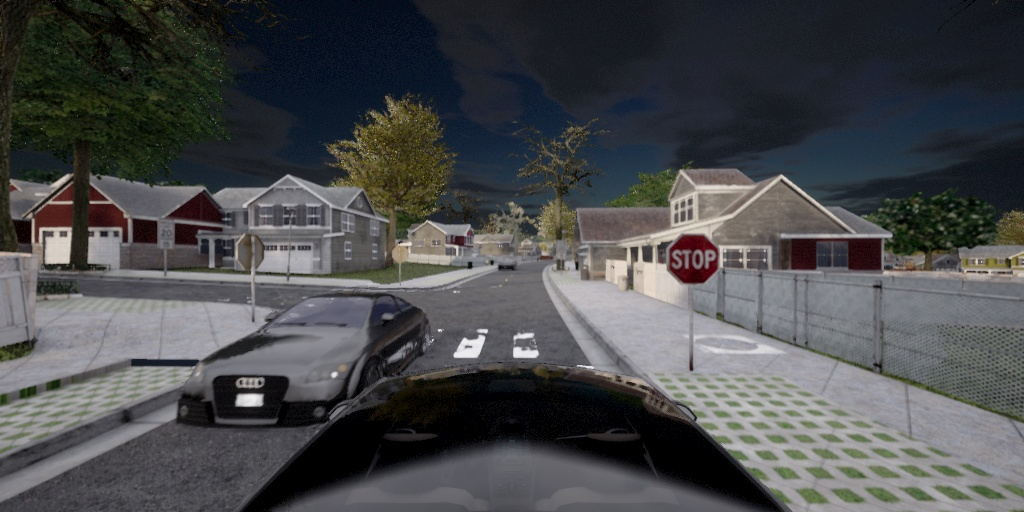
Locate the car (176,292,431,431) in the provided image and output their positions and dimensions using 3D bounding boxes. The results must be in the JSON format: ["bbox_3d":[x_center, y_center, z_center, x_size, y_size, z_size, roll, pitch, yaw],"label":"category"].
[{"bbox_3d":[-2.671,1.290,5.694,1.994,1.385,4.181,0,0,1],"label":"car"}]

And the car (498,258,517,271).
[{"bbox_3d":[-0.484,0.967,41.953,1.882,1.535,5.008,0,1,6],"label":"car"}]
